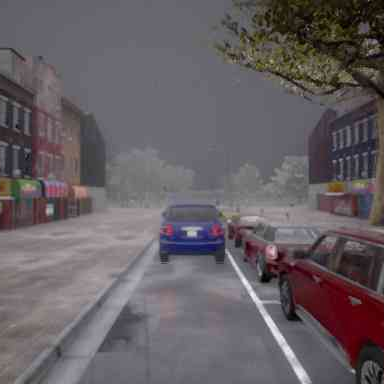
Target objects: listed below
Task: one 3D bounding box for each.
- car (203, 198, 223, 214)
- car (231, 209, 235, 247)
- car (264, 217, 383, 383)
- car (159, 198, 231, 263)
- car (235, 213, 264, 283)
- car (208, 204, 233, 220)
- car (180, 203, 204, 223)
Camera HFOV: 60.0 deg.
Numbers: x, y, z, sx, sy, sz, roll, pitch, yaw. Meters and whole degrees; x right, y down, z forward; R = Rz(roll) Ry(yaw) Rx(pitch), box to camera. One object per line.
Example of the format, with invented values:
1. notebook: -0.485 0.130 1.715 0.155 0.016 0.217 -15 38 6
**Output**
1. car: 2.646 1.749 43.234 2.192 1.841 5.009 0 -1 0
2. car: 2.642 1.690 15.506 1.887 1.381 4.507 0 -1 0
3. car: 2.639 1.358 4.417 2.192 1.841 5.009 0 -1 0
4. car: 0.013 1.343 12.593 2.150 2.045 5.566 0 0 0
5. car: 2.640 1.534 9.962 1.967 1.590 4.097 0 -1 0
6. car: 2.644 1.865 32.140 2.008 1.369 4.403 0 -1 0
7. car: 0.036 1.760 29.261 1.882 1.535 5.008 0 0 1
